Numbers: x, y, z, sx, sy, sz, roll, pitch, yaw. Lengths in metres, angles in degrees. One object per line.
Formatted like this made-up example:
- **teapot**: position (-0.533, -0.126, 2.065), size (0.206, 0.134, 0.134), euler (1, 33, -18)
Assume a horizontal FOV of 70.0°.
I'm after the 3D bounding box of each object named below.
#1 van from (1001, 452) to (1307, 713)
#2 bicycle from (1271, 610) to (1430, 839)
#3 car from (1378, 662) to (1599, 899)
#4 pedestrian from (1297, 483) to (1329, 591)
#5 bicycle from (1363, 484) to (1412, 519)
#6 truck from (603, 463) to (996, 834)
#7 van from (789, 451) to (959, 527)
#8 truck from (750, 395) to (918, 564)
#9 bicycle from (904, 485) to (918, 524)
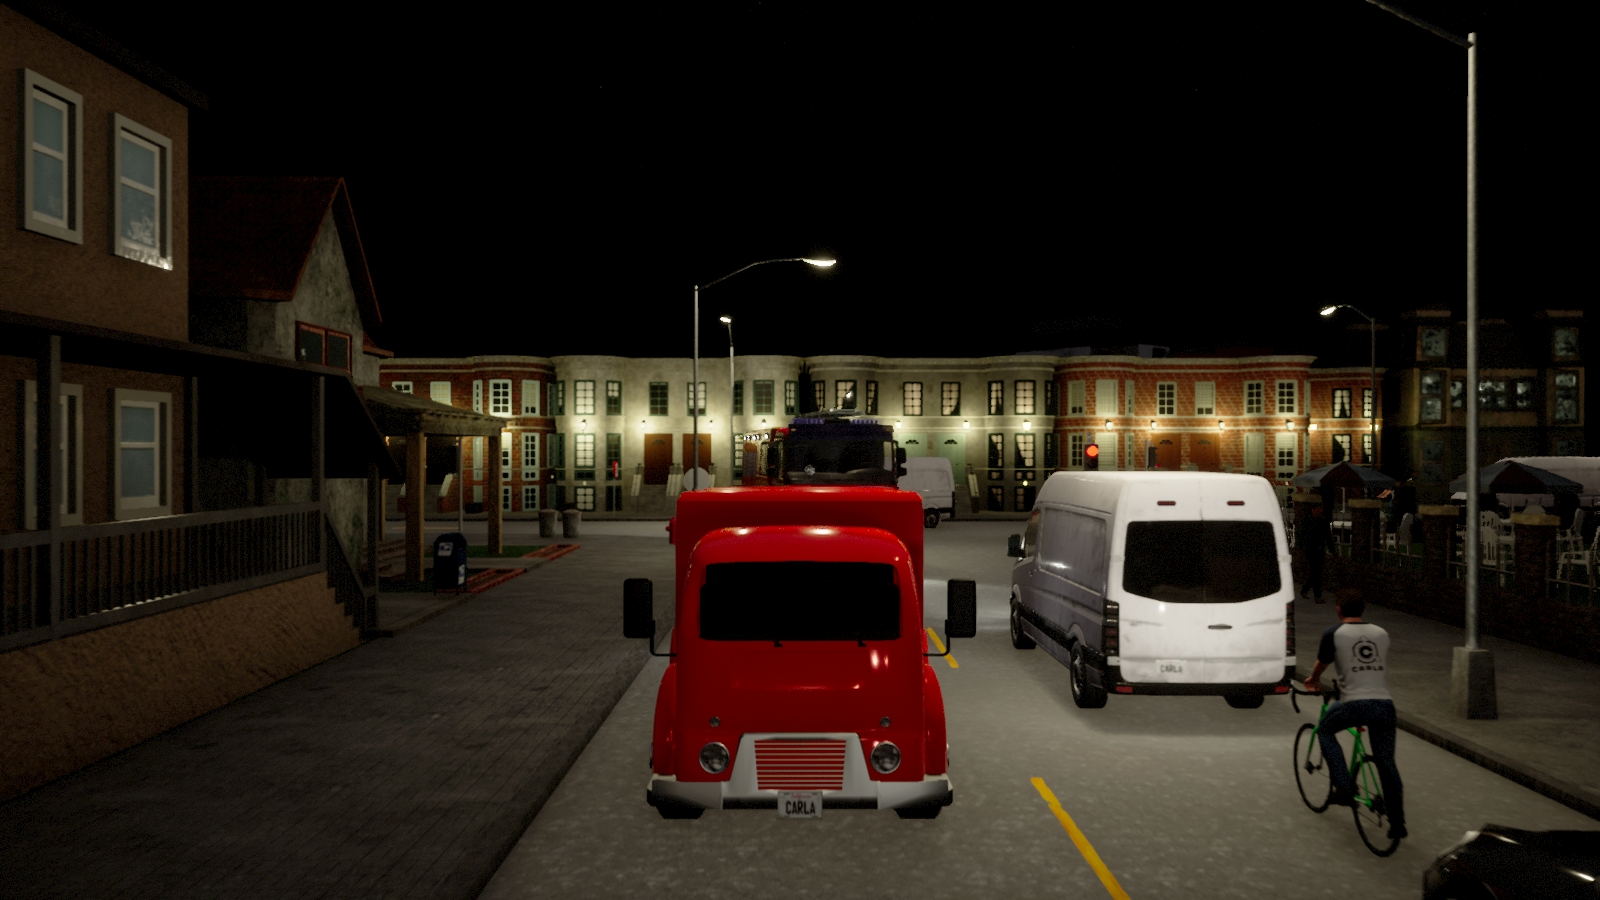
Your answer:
- **van**: position (4.013, 1.315, 14.221), size (1.988, 2.561, 5.915), euler (0, 0, 0)
- **bicycle**: position (3.993, 1.937, 8.406), size (0.373, 1.296, 1.643), euler (0, 0, 0)
- **car**: position (3.999, 1.845, 4.057), size (1.970, 1.475, 3.806), euler (0, 0, 0)
- **pedestrian**: position (9.036, 1.526, 20.138), size (0.375, 1.860, 0.375), euler (0, 0, -8)
- **bicycle**: position (22.023, 1.939, 42.821), size (1.643, 1.296, 0.373), euler (0, 0, 0)
- **truck**: position (-0.008, 1.356, 10.246), size (2.627, 2.467, 5.204), euler (0, 0, 0)
- **van**: position (2.683, 1.318, 40.640), size (5.915, 2.561, 1.988), euler (0, 0, -31)
- **truck**: position (0.614, 0.672, 30.389), size (2.891, 3.827, 8.468), euler (0, 0, -9)
- **bicycle**: position (3.994, 1.943, 41.044), size (0.329, 1.271, 1.835), euler (0, 0, 0)
